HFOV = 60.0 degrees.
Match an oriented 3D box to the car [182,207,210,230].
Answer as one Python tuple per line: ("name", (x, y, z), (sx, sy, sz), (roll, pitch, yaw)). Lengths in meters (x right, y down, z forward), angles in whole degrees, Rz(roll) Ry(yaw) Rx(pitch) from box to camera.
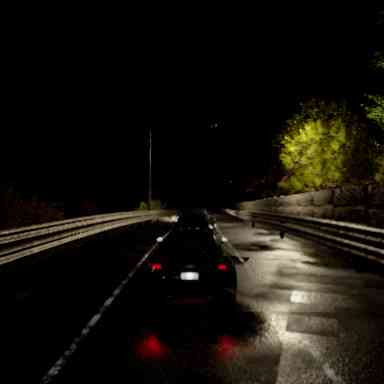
("car", (0.361, 2.099, 27.201), (2.097, 1.767, 4.553), (0, -3, 2))

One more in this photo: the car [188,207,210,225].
("car", (0.776, 2.450, 34.577), (2.097, 1.767, 4.553), (0, -3, 3))

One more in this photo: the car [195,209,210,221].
("car", (1.455, 3.110, 45.718), (1.882, 1.535, 5.008), (0, -3, 4))

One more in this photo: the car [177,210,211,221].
("car", (0.073, 1.772, 15.600), (1.837, 1.490, 4.892), (0, -2, 1))

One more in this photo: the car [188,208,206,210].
("car", (0.188, 1.978, 21.501), (2.128, 1.511, 4.902), (0, -2, 1))

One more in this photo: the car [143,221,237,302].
("car", (0.001, 1.652, 8.511), (1.994, 1.385, 4.181), (0, -1, 1))
